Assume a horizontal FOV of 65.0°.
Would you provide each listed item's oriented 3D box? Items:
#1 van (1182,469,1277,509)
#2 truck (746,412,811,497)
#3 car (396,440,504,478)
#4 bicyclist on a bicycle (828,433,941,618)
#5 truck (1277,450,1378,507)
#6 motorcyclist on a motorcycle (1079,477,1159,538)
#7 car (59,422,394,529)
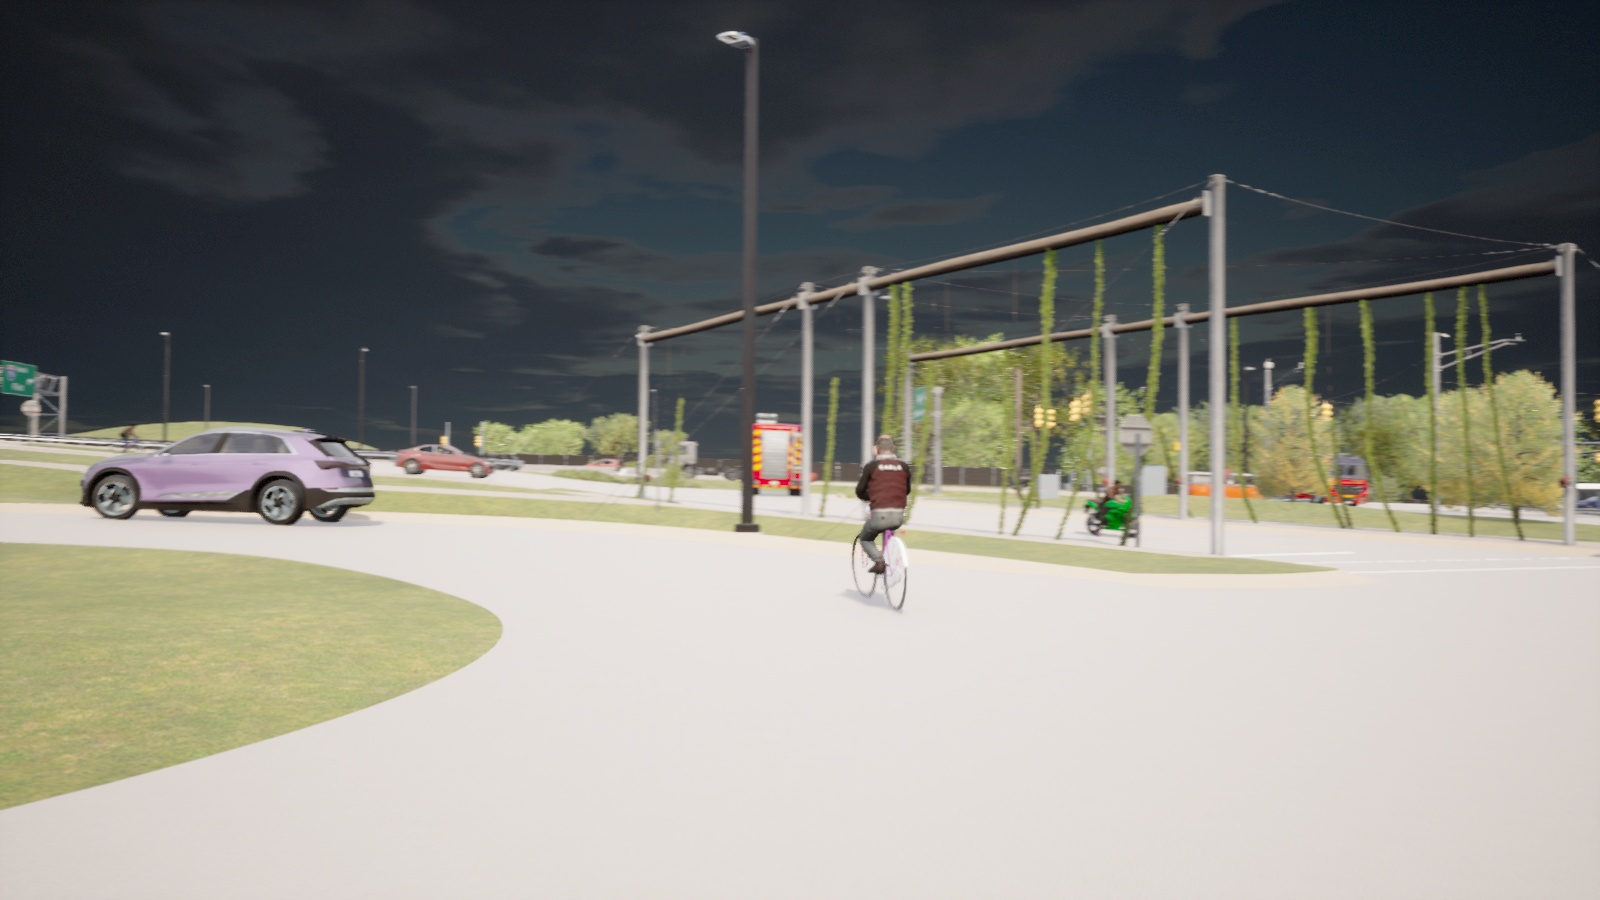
[{"bbox_3d":[23.027,2.092,67.378,4.442,1.987,1.775,2,-2,-6],"label":"van"},{"bbox_3d":[-0.980,0.233,62.360,2.891,3.827,8.468,2,0,0],"label":"truck"},{"bbox_3d":[-18.131,0.464,65.270,5.027,1.651,2.152,3,-2,-6],"label":"car"},{"bbox_3d":[0.839,0.720,13.006,0.659,1.776,1.843,0,0,-13],"label":"bicyclist on a bicycle"},{"bbox_3d":[37.308,1.926,89.184,2.891,3.827,8.468,2,0,-5],"label":"truck"},{"bbox_3d":[8.360,1.487,33.020,0.797,1.523,2.044,1,-1,-31],"label":"motorcyclist on a motorcycle"},{"bbox_3d":[-9.811,0.444,21.709,4.856,1.649,2.033,1,-2,6],"label":"car"}]
